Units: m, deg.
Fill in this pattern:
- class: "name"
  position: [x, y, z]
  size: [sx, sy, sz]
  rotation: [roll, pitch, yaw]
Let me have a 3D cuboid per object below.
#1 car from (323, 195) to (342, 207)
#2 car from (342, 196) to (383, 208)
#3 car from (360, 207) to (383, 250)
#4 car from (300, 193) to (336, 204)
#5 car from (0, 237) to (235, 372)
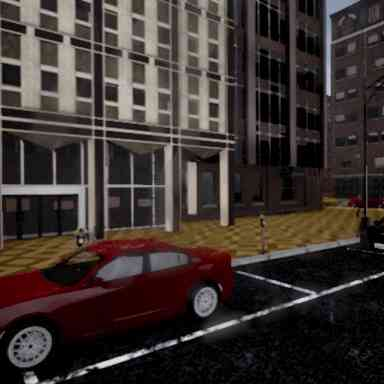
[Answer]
- class: "car"
  position: [14.844, 0.992, 38.356]
  size: [1.752, 1.417, 4.829]
  rotation: [0, 0, -36]
- class: "car"
  position: [18.044, 1.059, 33.893]
  size: [1.802, 1.307, 4.206]
  rotation: [0, 0, -36]
- class: "car"
  position: [7.964, 1.380, 12.235]
  size: [4.313, 1.339, 1.947]
  rotation: [-1, 1, -35]
- class: "car"
  position: [18.155, 0.908, 48.118]
  size: [1.752, 1.417, 4.829]
  rotation: [-1, 0, -36]
- class: "car"
  position: [-1.298, 1.515, 5.629]
  size: [4.507, 1.381, 1.887]
  rotation: [-1, 1, -35]
